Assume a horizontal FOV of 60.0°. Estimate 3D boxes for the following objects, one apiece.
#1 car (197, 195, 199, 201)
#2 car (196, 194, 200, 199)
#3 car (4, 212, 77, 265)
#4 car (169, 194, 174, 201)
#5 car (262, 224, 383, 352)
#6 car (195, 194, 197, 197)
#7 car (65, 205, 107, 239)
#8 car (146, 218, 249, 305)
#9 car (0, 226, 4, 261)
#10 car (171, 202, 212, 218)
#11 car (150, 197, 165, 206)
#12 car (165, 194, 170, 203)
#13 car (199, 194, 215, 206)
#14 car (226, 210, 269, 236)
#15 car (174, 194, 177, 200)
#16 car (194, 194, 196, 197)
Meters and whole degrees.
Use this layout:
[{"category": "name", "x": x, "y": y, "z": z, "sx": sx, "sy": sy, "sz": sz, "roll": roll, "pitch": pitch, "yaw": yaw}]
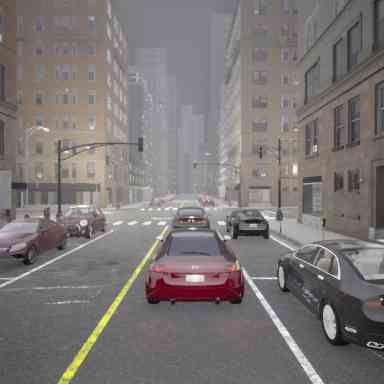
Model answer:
[{"category": "car", "x": 2.588, "y": 1.606, "z": 65.068, "sx": 2.008, "sy": 1.369, "sz": 4.403, "roll": 0, "pitch": 0, "yaw": 0}, {"category": "car", "x": 2.552, "y": 1.523, "z": 75.886, "sx": 1.967, "sy": 1.590, "sz": 4.097, "roll": 0, "pitch": 0, "yaw": 0}, {"category": "car", "x": -5.725, "y": 1.582, "z": 11.617, "sx": 1.802, "sy": 1.307, "sz": 4.206, "roll": 0, "pitch": 0, "yaw": 0}, {"category": "car", "x": -5.989, "y": 1.625, "z": 81.093, "sx": 1.752, "sy": 1.417, "sz": 4.829, "roll": 0, "pitch": 0, "yaw": 0}, {"category": "car", "x": 2.828, "y": 1.550, "z": 6.158, "sx": 2.008, "sy": 1.369, "sz": 4.403, "roll": 0, "pitch": 0, "yaw": 0}, {"category": "car", "x": 2.517, "y": 1.559, "z": 86.704, "sx": 1.967, "sy": 1.590, "sz": 4.097, "roll": 0, "pitch": 0, "yaw": 0}, {"category": "car", "x": -5.752, "y": 1.441, "z": 17.118, "sx": 1.967, "sy": 1.590, "sz": 4.097, "roll": 0, "pitch": 0, "yaw": 0}, {"category": "car", "x": 0.042, "y": 1.564, "z": 8.156, "sx": 1.994, "sy": 1.385, "sz": 4.181, "roll": 0, "pitch": 0, "yaw": -1}, {"category": "car", "x": -5.697, "y": 1.566, "z": 6.115, "sx": 1.947, "sy": 1.339, "sz": 4.313, "roll": 0, "pitch": 0, "yaw": 0}, {"category": "car", "x": -0.046, "y": 1.505, "z": 17.069, "sx": 1.837, "sy": 1.490, "sz": 4.892, "roll": 0, "pitch": 0, "yaw": 0}, {"category": "car", "x": -5.903, "y": 1.617, "z": 54.221, "sx": 1.802, "sy": 1.307, "sz": 4.206, "roll": 0, "pitch": 0, "yaw": 0}, {"category": "car", "x": -5.937, "y": 1.606, "z": 65.037, "sx": 2.008, "sy": 1.369, "sz": 4.403, "roll": 0, "pitch": 0, "yaw": 0}, {"category": "car", "x": 2.621, "y": 1.475, "z": 54.250, "sx": 1.967, "sy": 1.590, "sz": 4.097, "roll": 0, "pitch": 0, "yaw": 0}, {"category": "car", "x": 2.773, "y": 1.566, "z": 17.160, "sx": 1.947, "sy": 1.339, "sz": 4.313, "roll": 0, "pitch": 0, "yaw": 0}, {"category": "car", "x": -6.025, "y": 1.456, "z": 92.081, "sx": 2.192, "sy": 1.841, "sz": 5.009, "roll": 0, "pitch": 0, "yaw": 0}, {"category": "car", "x": 2.499, "y": 1.456, "z": 92.113, "sx": 2.192, "sy": 1.841, "sz": 5.009, "roll": 0, "pitch": 0, "yaw": 0}]
